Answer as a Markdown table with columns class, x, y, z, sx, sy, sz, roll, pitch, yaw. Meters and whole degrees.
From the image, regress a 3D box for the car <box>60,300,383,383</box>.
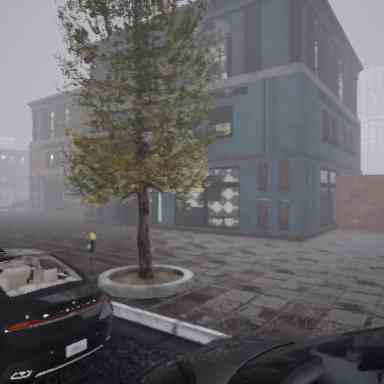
| class | x | y | z | sx | sy | sz | roll | pitch | yaw |
| --- | --- | --- | --- | --- | --- | --- | --- | --- | --- |
| car | 1.412 | 1.566 | 1.867 | 4.313 | 1.339 | 1.947 | 0 | 0 | 36 |

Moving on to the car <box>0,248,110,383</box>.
| class | x | y | z | sx | sy | sz | roll | pitch | yaw |
| --- | --- | --- | --- | --- | --- | --- | --- | --- | --- |
| car | -3.096 | 1.547 | 5.083 | 4.403 | 1.369 | 2.008 | 0 | 0 | 36 |

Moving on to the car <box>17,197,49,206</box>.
| class | x | y | z | sx | sy | sz | roll | pitch | yaw |
| --- | --- | --- | --- | --- | --- | --- | --- | --- | --- |
| car | -27.638 | 1.640 | 57.911 | 1.752 | 1.417 | 4.829 | 0 | 0 | 35 |

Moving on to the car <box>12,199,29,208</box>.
| class | x | y | z | sx | sy | sz | roll | pitch | yaw |
| --- | --- | --- | --- | --- | --- | --- | --- | --- | --- |
| car | -23.817 | 1.641 | 48.683 | 1.887 | 1.381 | 4.507 | 0 | 0 | 35 |
